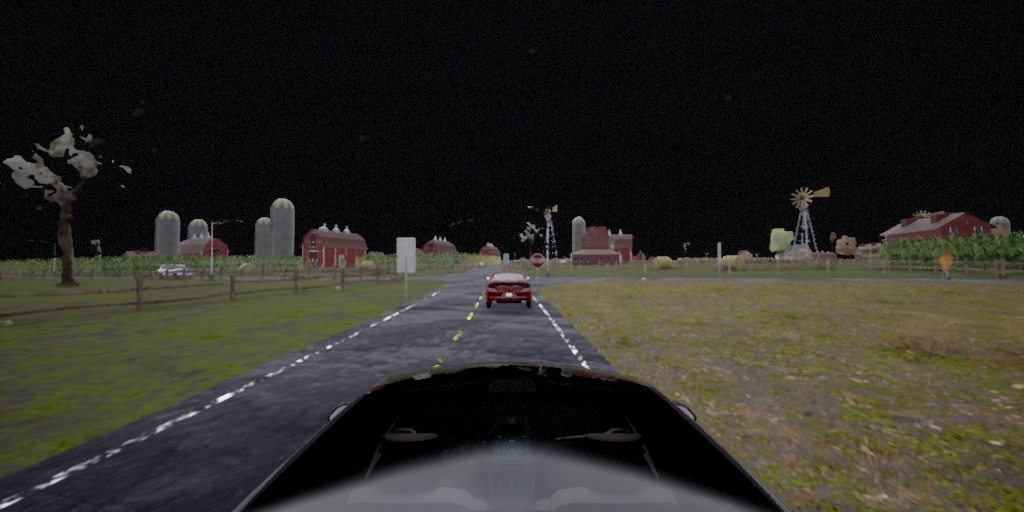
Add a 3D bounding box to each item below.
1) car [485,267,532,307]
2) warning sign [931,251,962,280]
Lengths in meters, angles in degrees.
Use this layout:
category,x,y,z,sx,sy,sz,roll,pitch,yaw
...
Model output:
category,x,y,z,sx,sy,sz,roll,pitch,yaw
car,-0.168,1.375,16.401,1.882,1.535,5.008,0,0,-1
warning sign,27.720,0.598,22.824,1.060,1.860,1.300,0,0,19
